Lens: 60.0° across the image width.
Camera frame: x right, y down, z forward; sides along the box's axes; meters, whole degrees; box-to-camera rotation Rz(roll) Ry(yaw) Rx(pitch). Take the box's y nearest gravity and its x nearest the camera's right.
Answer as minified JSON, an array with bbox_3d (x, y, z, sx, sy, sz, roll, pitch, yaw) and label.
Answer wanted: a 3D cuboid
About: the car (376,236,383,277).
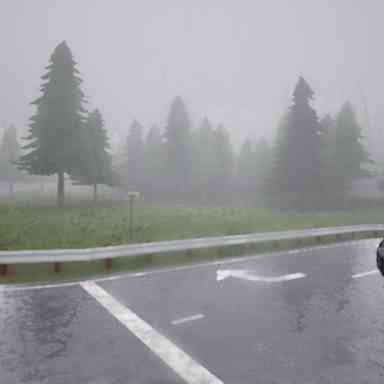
[{"bbox_3d":[7.332,1.354,9.242,5.566,2.045,2.150,1,-1,-37],"label":"car"}]
